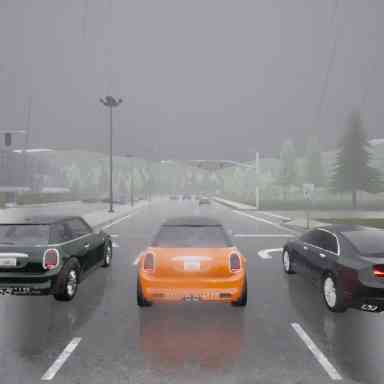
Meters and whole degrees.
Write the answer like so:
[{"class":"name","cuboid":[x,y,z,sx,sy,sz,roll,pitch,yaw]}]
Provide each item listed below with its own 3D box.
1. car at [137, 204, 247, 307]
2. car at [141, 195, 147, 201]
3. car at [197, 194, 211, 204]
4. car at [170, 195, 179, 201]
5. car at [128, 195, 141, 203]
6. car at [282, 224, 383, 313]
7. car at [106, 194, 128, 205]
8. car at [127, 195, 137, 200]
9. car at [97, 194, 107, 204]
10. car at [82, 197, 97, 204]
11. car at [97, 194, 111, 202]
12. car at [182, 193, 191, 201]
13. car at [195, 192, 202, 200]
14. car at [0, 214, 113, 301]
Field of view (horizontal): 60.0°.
[{"class":"car","cuboid":[0.000,1.352,8.150,2.097,1.767,4.553,0,0,0]},{"class":"car","cuboid":[-12.859,1.543,86.805,1.994,1.385,4.181,0,0,0]},{"class":"car","cuboid":[2.166,1.526,57.241,1.812,1.442,4.674,0,0,0]},{"class":"car","cuboid":[-4.860,1.495,88.543,1.837,1.490,4.892,0,0,0]},{"class":"car","cuboid":[-12.846,1.595,71.882,1.895,1.301,4.718,0,0,0]},{"class":"car","cuboid":[3.499,1.505,7.653,1.837,1.490,4.892,0,0,0]},{"class":"car","cuboid":[-12.909,1.563,57.758,1.994,1.385,4.181,0,0,0]},{"class":"car","cuboid":[-16.362,1.504,90.779,1.895,1.301,4.718,0,0,0]},{"class":"car","cuboid":[-16.368,1.601,64.938,1.895,1.301,4.718,0,0,0]},{"class":"car","cuboid":[-19.854,1.601,64.893,1.895,1.301,4.718,0,0,0]},{"class":"car","cuboid":[-19.849,1.355,75.381,2.097,1.767,4.553,0,0,0]},{"class":"car","cuboid":[-1.360,1.222,88.282,2.150,2.045,5.566,0,0,0]},{"class":"car","cuboid":[2.140,1.520,88.619,1.812,1.442,4.674,0,0,0]},{"class":"car","cuboid":[-3.500,1.352,8.472,2.097,1.767,4.553,0,0,0]}]
